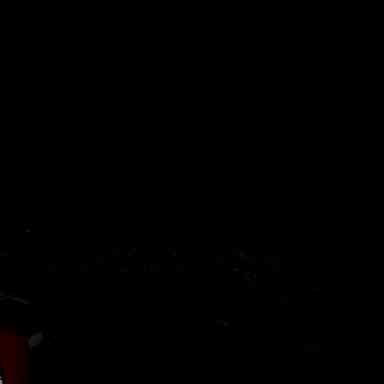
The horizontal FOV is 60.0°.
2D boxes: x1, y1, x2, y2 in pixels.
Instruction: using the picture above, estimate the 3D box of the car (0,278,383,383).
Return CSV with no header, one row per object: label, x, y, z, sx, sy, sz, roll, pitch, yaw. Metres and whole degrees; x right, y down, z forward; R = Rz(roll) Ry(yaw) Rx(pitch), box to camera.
car,-0.395,1.565,3.242,4.507,1.381,1.887,-1,0,36
